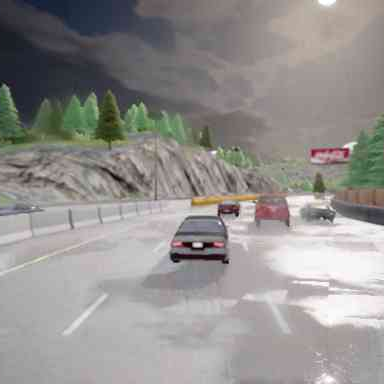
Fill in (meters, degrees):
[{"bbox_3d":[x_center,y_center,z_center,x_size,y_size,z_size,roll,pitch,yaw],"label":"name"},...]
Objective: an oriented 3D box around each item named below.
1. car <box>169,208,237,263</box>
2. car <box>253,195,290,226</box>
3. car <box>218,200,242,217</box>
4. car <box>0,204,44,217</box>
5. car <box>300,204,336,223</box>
[{"bbox_3d":[0.402,1.533,11.844,2.033,1.411,5.357,0,0,5],"label":"car"},{"bbox_3d":[5.474,1.187,23.096,2.150,2.045,5.566,0,0,10],"label":"car"},{"bbox_3d":[3.549,1.437,31.123,1.882,1.535,5.008,0,0,13],"label":"car"},{"bbox_3d":[-12.336,1.556,23.578,1.994,1.385,4.181,0,0,9],"label":"car"},{"bbox_3d":[9.453,1.558,25.347,1.895,1.301,4.718,0,0,11],"label":"car"}]
